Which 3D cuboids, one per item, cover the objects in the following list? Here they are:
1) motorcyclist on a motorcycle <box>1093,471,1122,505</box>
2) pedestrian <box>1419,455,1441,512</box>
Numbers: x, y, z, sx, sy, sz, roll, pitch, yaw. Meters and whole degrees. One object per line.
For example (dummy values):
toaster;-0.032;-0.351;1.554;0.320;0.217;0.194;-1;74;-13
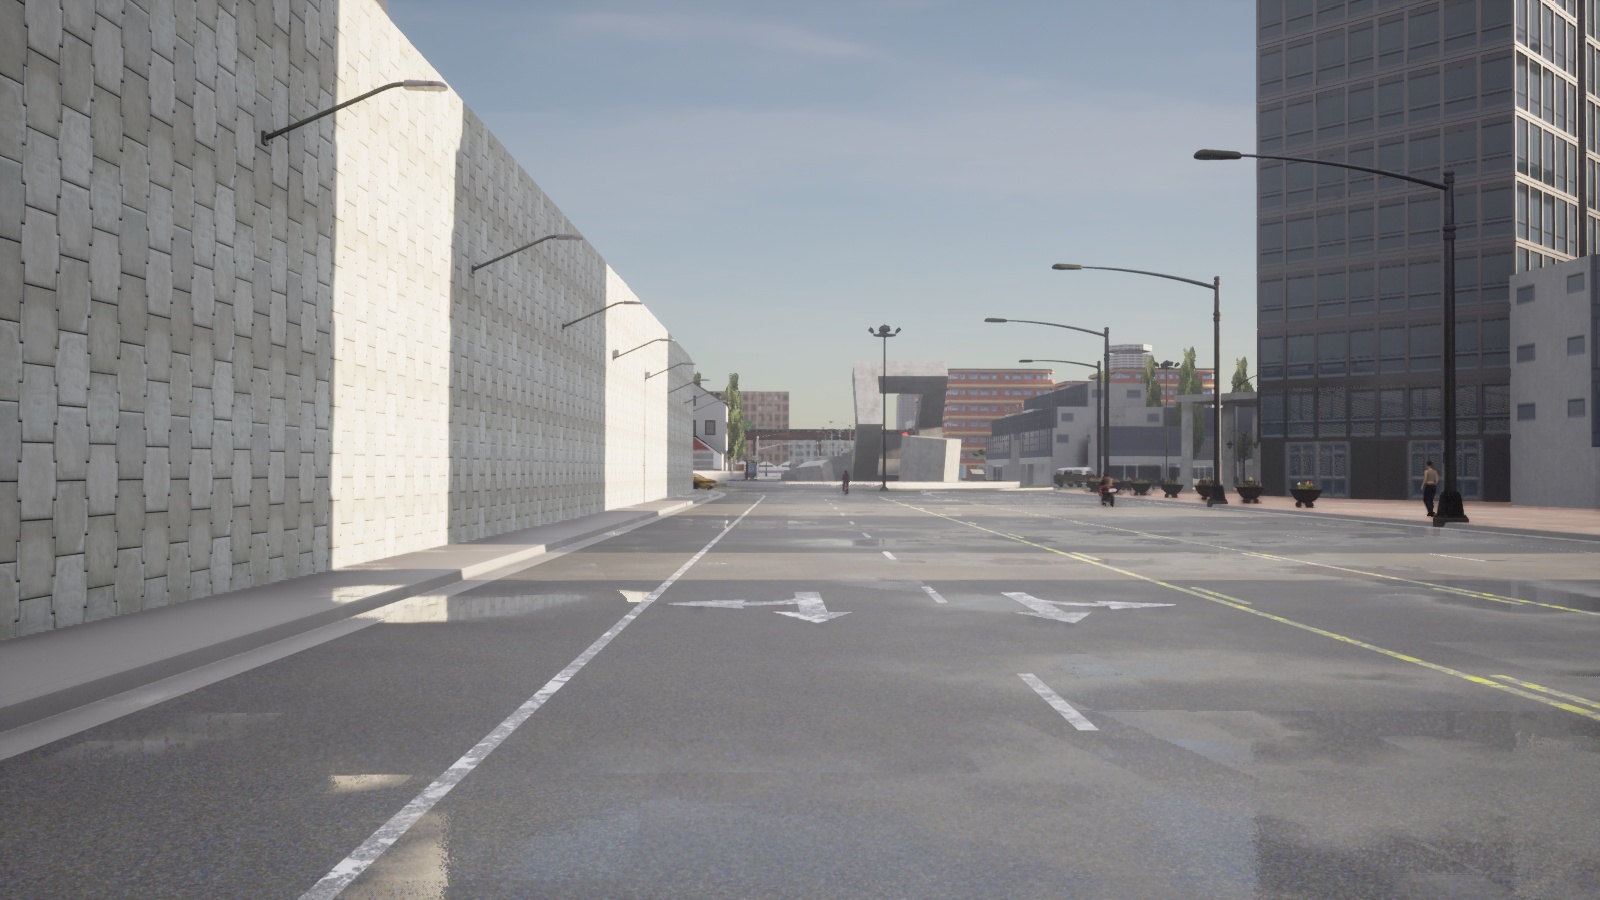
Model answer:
motorcyclist on a motorcycle;13.729;1.681;56.097;0.797;1.523;2.044;0;-1;0
pedestrian;20.486;1.072;40.846;0.345;1.836;0.594;0;-1;-5
